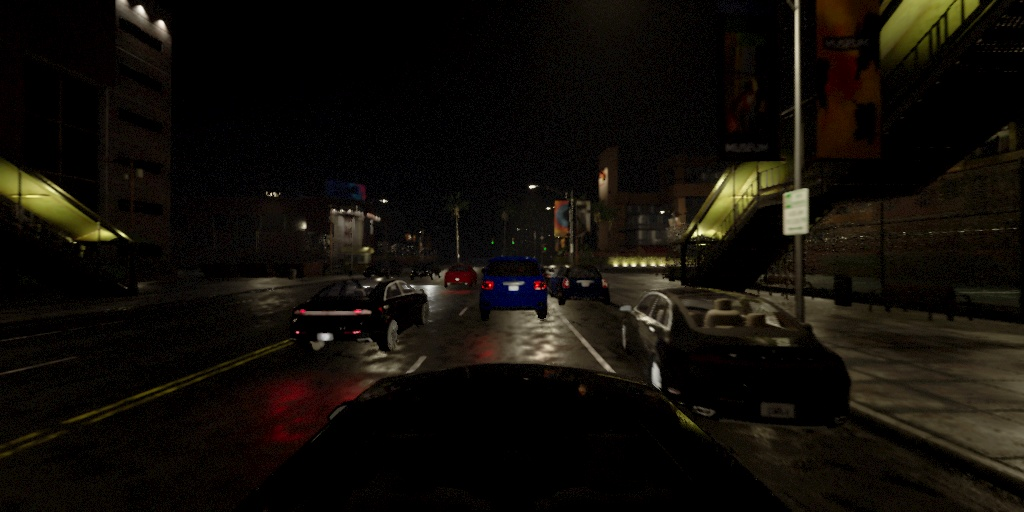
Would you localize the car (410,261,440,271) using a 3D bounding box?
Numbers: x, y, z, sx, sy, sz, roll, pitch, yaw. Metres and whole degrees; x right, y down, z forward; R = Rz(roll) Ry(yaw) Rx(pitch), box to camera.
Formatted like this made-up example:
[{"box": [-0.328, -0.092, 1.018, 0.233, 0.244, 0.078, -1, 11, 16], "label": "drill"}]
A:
[{"box": [-7.163, 1.142, 30.163, 1.837, 1.490, 4.892, 0, 0, 0], "label": "car"}]

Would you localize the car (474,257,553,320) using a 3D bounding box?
[{"box": [0.037, 1.042, 13.171, 2.150, 2.045, 5.566, 0, 0, 0], "label": "car"}]

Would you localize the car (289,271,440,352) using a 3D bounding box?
[{"box": [-3.442, 1.287, 9.014, 2.128, 1.511, 4.902, 0, 0, 0], "label": "car"}]

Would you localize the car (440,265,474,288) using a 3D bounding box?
[{"box": [-3.554, 1.373, 25.562, 1.882, 1.535, 5.008, 0, 0, -1], "label": "car"}]

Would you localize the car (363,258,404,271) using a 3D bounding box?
[{"box": [-10.663, 1.120, 30.143, 2.033, 1.411, 5.357, 0, 0, 0], "label": "car"}]
